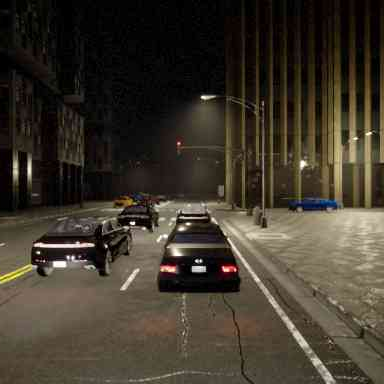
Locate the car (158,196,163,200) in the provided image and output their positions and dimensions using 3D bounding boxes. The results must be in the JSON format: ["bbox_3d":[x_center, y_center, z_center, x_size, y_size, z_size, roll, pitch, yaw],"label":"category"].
[{"bbox_3d":[-6.314,1.452,54.617,1.994,1.385,4.181,0,0,0],"label":"car"}]

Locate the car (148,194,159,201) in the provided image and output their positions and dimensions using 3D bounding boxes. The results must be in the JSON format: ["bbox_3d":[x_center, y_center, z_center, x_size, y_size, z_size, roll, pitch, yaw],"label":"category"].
[{"bbox_3d":[-9.335,1.313,80.322,2.033,1.411,5.357,0,0,0],"label":"car"}]

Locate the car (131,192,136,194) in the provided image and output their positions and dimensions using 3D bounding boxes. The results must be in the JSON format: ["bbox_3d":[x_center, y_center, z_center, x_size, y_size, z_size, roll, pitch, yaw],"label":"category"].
[{"bbox_3d":[-9.542,1.102,56.486,2.150,2.045,5.566,0,0,1],"label":"car"}]

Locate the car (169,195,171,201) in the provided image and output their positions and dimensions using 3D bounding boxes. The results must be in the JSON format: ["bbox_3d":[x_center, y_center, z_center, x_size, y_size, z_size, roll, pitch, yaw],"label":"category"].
[{"bbox_3d":[-6.091,1.378,79.024,1.895,1.301,4.718,0,0,0],"label":"car"}]

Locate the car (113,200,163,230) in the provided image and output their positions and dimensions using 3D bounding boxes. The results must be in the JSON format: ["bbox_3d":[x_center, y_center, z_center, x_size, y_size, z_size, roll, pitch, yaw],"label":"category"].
[{"bbox_3d":[-3.052,1.460,19.631,1.882,1.535,5.008,0,0,0],"label":"car"}]

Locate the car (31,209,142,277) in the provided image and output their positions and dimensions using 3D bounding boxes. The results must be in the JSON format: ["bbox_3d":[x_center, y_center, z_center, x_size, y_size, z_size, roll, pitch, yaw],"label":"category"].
[{"bbox_3d":[-3.099,1.487,10.255,2.128,1.511,4.902,0,0,0],"label":"car"}]

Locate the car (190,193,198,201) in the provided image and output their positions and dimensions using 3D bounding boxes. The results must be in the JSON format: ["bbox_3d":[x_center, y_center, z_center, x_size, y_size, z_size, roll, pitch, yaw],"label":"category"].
[{"bbox_3d":[0.399,1.291,77.124,1.837,1.490,4.892,0,0,0],"label":"car"}]

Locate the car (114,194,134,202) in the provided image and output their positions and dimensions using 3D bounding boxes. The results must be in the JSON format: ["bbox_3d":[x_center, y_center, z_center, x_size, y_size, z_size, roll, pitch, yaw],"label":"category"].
[{"bbox_3d":[-9.608,1.394,46.542,1.882,1.535,5.008,0,0,0],"label":"car"}]

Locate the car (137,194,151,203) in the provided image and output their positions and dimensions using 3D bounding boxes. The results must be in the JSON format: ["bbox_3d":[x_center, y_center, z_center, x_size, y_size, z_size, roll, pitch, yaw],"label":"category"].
[{"bbox_3d":[-9.441,1.196,66.273,2.097,1.767,4.553,0,0,1],"label":"car"}]

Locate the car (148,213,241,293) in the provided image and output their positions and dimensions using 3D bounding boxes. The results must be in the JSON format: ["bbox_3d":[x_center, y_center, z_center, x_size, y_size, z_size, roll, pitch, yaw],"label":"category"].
[{"bbox_3d":[0.145,1.544,8.980,2.033,1.411,5.357,0,0,0],"label":"car"}]

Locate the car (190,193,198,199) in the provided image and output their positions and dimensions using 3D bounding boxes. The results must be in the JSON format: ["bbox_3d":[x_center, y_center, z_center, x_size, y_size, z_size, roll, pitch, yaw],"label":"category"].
[{"bbox_3d":[0.454,1.117,87.546,2.128,1.511,4.902,0,0,0],"label":"car"}]

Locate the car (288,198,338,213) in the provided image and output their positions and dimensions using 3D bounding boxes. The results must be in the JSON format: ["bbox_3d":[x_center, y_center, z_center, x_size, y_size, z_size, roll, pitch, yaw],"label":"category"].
[{"bbox_3d":[12.715,1.369,35.075,5.008,1.535,1.882,0,0,1],"label":"car"}]

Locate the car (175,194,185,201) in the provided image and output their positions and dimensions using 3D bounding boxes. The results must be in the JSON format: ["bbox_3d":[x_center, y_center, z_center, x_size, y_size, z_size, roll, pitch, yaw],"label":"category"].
[{"bbox_3d":[-2.851,1.316,77.142,2.128,1.511,4.902,0,0,0],"label":"car"}]

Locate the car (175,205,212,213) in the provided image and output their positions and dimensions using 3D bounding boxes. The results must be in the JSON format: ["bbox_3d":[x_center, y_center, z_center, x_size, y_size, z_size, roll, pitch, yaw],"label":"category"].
[{"bbox_3d":[0.095,1.476,18.724,2.128,1.511,4.902,0,0,0],"label":"car"}]

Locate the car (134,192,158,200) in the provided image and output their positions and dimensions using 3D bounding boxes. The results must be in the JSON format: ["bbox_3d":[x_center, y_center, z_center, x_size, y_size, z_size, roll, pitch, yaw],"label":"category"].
[{"bbox_3d":[-6.332,1.271,45.984,2.097,1.767,4.553,0,0,-1],"label":"car"}]

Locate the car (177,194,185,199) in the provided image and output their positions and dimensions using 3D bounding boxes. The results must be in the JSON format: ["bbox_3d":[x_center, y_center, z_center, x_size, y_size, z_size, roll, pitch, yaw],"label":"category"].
[{"bbox_3d":[-2.796,1.187,87.594,1.895,1.301,4.718,0,0,0],"label":"car"}]

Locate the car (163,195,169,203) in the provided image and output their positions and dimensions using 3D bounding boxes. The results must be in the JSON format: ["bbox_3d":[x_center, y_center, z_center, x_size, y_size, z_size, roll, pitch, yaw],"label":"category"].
[{"bbox_3d":[-6.196,1.445,65.800,1.895,1.301,4.718,0,0,1],"label":"car"}]
